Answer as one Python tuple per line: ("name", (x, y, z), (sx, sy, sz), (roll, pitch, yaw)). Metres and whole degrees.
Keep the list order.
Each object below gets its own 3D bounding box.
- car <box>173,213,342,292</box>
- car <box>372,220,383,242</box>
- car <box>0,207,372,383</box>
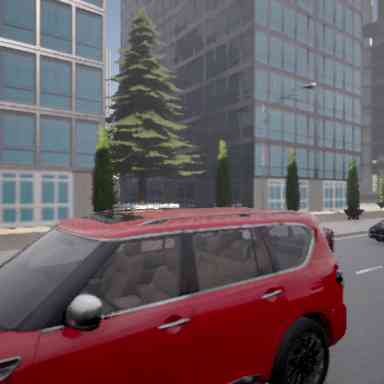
("car", (2.087, 1.496, 9.690), (5.008, 1.535, 1.882), (0, 0, -35))
("car", (10.468, 1.591, 15.635), (5.357, 1.411, 2.033), (0, 0, -35))
("car", (-0.647, 1.227, 3.495), (5.566, 2.045, 2.150), (1, 0, -35))
